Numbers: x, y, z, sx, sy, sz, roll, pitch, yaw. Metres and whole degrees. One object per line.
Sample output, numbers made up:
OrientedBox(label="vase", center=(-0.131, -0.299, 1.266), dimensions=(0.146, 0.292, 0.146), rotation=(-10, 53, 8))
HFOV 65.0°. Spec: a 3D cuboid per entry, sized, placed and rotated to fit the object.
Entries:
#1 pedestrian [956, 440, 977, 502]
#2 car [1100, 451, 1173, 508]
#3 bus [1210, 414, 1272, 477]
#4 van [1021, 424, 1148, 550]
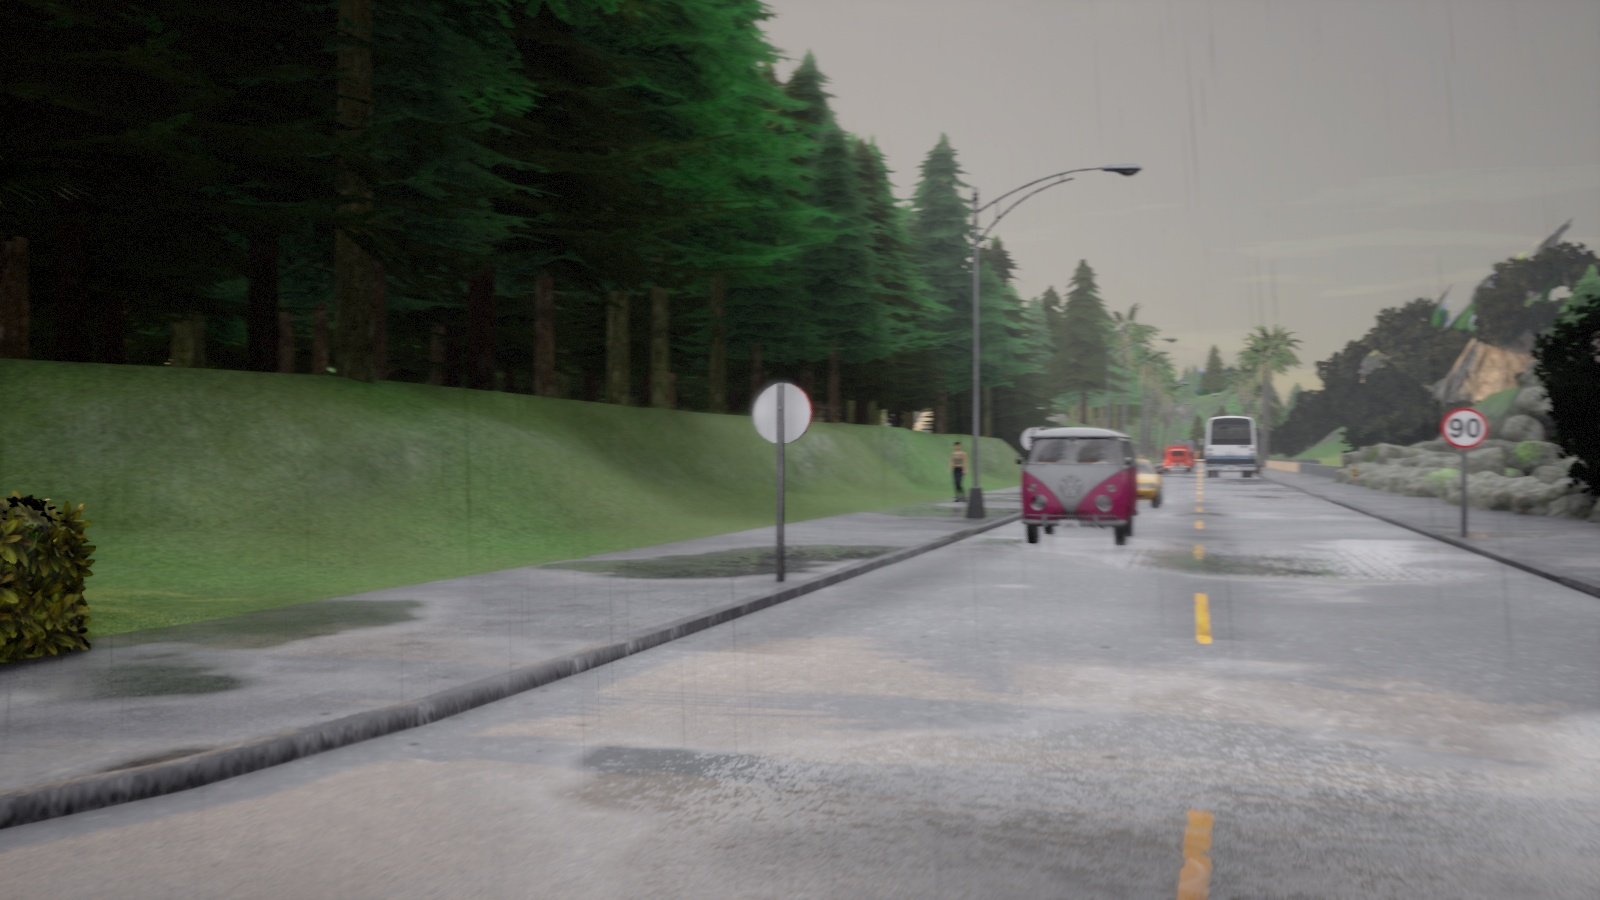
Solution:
OrientedBox(label="pedestrian", center=(4.953, 0.624, 37.400), dimensions=(0.345, 1.836, 0.594), rotation=(0, 0, 38))
OrientedBox(label="car", center=(10.088, 0.833, 37.388), dimensions=(1.801, 1.575, 5.366), rotation=(0, 0, 18))
OrientedBox(label="bus", center=(31.631, -0.301, 90.465), dimensions=(3.944, 4.253, 10.273), rotation=(0, 0, 18))
OrientedBox(label="van", center=(5.115, 0.586, 22.169), dimensions=(1.775, 1.987, 4.442), rotation=(0, 0, 18))
